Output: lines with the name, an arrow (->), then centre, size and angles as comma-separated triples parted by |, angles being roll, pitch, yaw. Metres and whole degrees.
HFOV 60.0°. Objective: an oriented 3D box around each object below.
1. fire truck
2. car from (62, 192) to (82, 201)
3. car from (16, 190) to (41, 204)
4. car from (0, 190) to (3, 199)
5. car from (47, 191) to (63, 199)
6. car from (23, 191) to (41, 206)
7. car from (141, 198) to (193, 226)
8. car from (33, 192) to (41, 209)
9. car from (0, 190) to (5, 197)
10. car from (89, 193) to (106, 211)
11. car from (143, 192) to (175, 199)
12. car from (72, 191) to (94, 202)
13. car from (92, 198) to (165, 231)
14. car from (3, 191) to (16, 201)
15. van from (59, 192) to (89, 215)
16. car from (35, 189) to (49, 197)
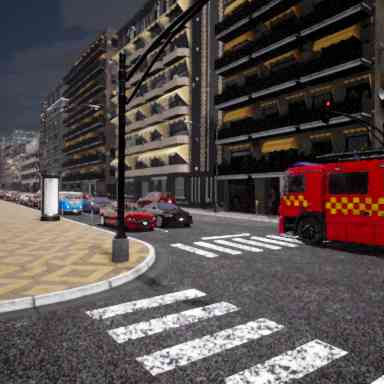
fire truck -> 7.468, 0.323, 12.510 | 2.891, 3.827, 8.468 | 0, 0, -36
car -> -19.967, 0.747, 55.191 | 1.947, 1.339, 4.313 | 2, 0, -36
car -> -20.045, 0.804, 40.970 | 1.752, 1.417, 4.829 | 2, 0, -36
car -> -33.375, 0.469, 59.463 | 1.887, 1.381, 4.507 | 2, 0, -36
car -> -26.680, 0.528, 64.507 | 1.752, 1.417, 4.829 | 2, 0, -36
car -> -16.838, 0.908, 36.518 | 1.887, 1.381, 4.507 | 2, 0, -36
car -> -1.747, 1.298, 19.988 | 1.994, 1.385, 4.181 | 1, 0, -36
car -> -13.530, 0.996, 31.929 | 1.887, 1.381, 4.507 | 2, 0, -36
car -> -39.990, 0.299, 68.641 | 2.008, 1.369, 4.403 | 2, 0, -36
car -> -8.064, 1.114, 28.755 | 2.033, 1.411, 5.357 | 1, 0, -36
car -> -3.423, 0.936, 32.246 | 2.192, 1.841, 5.009 | 2, 0, -36
car -> -16.656, 0.709, 50.602 | 1.967, 1.590, 4.097 | 2, 0, -36
car -> -3.608, 1.260, 18.163 | 1.887, 1.381, 4.507 | 2, 0, -36
car -> -26.757, 0.540, 50.285 | 1.967, 1.590, 4.097 | 2, 0, -36
van -> -10.217, 0.880, 27.340 | 1.690, 1.788, 3.998 | 2, 0, -36
car -> -33.193, 0.270, 73.547 | 1.967, 1.590, 4.097 | 2, 0, -36
